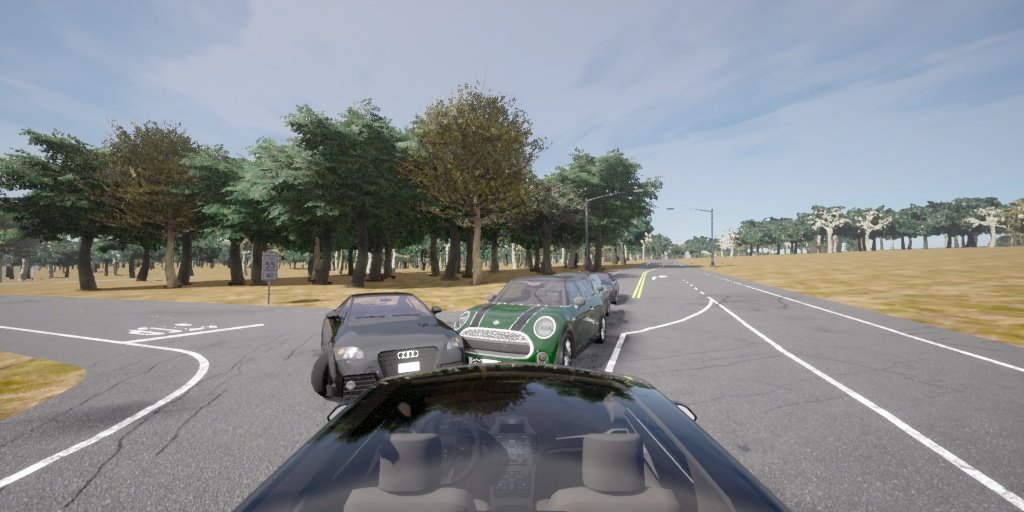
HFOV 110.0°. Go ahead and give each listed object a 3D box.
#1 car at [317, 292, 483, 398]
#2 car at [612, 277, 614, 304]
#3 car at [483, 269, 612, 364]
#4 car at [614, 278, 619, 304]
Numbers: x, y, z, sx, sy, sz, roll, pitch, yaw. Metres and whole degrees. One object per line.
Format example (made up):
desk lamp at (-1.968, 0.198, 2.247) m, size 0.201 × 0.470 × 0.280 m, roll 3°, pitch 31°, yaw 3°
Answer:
car at (-2.352, 1.375, 6.578) m, size 1.994 × 1.385 × 4.181 m, roll 1°, pitch -2°, yaw -29°
car at (2.027, 1.344, 12.096) m, size 2.097 × 1.767 × 4.553 m, roll -1°, pitch -1°, yaw 21°
car at (0.620, 1.217, 7.783) m, size 2.097 × 1.767 × 4.553 m, roll -1°, pitch -2°, yaw 26°
car at (4.221, 1.509, 17.823) m, size 1.994 × 1.385 × 4.181 m, roll -1°, pitch 0°, yaw 19°
